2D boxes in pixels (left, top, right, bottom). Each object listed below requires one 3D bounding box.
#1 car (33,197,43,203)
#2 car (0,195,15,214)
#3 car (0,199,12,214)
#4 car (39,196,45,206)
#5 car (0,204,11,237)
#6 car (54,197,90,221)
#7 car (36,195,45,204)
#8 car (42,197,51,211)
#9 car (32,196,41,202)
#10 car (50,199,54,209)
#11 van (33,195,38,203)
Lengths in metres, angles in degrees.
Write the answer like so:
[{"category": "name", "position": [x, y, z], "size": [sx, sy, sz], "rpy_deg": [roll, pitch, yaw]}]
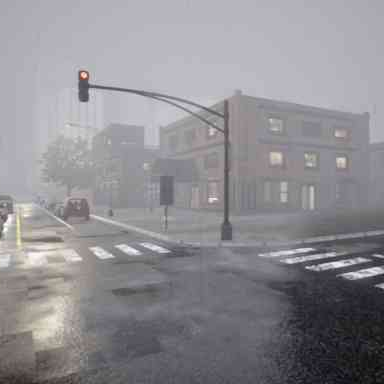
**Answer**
[{"category": "car", "position": [-35.720, 1.766, 76.990], "size": [1.802, 1.307, 4.206], "rpy_deg": [0, 0, -28]}, {"category": "car", "position": [-20.359, 1.291, 35.619], "size": [2.150, 2.045, 5.566], "rpy_deg": [0, 0, -28]}, {"category": "car", "position": [-15.475, 1.574, 26.205], "size": [1.812, 1.442, 4.674], "rpy_deg": [0, 0, -27]}, {"category": "car", "position": [-20.269, 1.637, 47.660], "size": [2.008, 1.369, 4.403], "rpy_deg": [0, 0, -28]}, {"category": "car", "position": [-11.094, 1.578, 17.838], "size": [2.033, 1.411, 5.357], "rpy_deg": [0, 0, -28]}, {"category": "car", "position": [-9.968, 1.354, 28.106], "size": [2.192, 1.841, 5.009], "rpy_deg": [0, 0, -28]}, {"category": "car", "position": [-25.419, 1.698, 57.436], "size": [1.802, 1.307, 4.206], "rpy_deg": [0, 0, -28]}, {"category": "car", "position": [-17.694, 1.640, 42.772], "size": [1.947, 1.339, 4.313], "rpy_deg": [0, 0, -28]}, {"category": "car", "position": [-38.296, 1.767, 81.879], "size": [1.947, 1.339, 4.313], "rpy_deg": [0, 0, -28]}, {"category": "car", "position": [-12.543, 1.616, 32.995], "size": [1.947, 1.339, 4.313], "rpy_deg": [0, 0, -28]}, {"category": "van", "position": [-30.571, 1.489, 67.214], "size": [1.690, 1.788, 3.998], "rpy_deg": [0, 0, -28]}]
